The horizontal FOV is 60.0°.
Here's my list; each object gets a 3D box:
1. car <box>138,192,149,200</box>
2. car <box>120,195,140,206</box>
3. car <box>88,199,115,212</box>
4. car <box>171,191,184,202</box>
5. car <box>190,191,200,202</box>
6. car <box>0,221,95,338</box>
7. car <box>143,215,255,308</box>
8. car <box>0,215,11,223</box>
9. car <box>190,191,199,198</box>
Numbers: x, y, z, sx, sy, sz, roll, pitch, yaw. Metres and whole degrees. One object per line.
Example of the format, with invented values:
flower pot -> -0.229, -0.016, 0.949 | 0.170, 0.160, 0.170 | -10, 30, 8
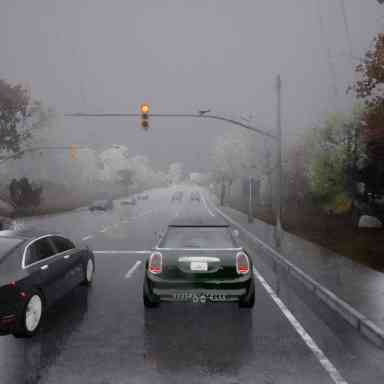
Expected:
car -> -9.955, 0.842, 68.380 | 1.882, 1.535, 5.008 | 0, 3, 1
car -> -10.172, 1.521, 53.387 | 1.994, 1.385, 4.181 | 0, 1, 1
car -> -10.317, 1.548, 38.422 | 2.033, 1.411, 5.357 | 0, 0, 0
car -> -2.988, 1.070, 64.572 | 2.033, 1.411, 5.357 | 0, 3, 1
car -> 0.613, 1.053, 64.858 | 2.033, 1.411, 5.357 | 0, 3, 1
car -> -3.378, 1.505, 6.591 | 1.837, 1.490, 4.892 | 0, 0, 0
car -> 0.142, 1.352, 8.092 | 2.097, 1.767, 4.553 | 0, 0, 0
car -> -10.511, 1.564, 15.886 | 1.994, 1.385, 4.181 | 0, 0, 0
car -> 0.605, 0.516, 75.115 | 2.033, 1.411, 5.357 | 0, 3, 1
